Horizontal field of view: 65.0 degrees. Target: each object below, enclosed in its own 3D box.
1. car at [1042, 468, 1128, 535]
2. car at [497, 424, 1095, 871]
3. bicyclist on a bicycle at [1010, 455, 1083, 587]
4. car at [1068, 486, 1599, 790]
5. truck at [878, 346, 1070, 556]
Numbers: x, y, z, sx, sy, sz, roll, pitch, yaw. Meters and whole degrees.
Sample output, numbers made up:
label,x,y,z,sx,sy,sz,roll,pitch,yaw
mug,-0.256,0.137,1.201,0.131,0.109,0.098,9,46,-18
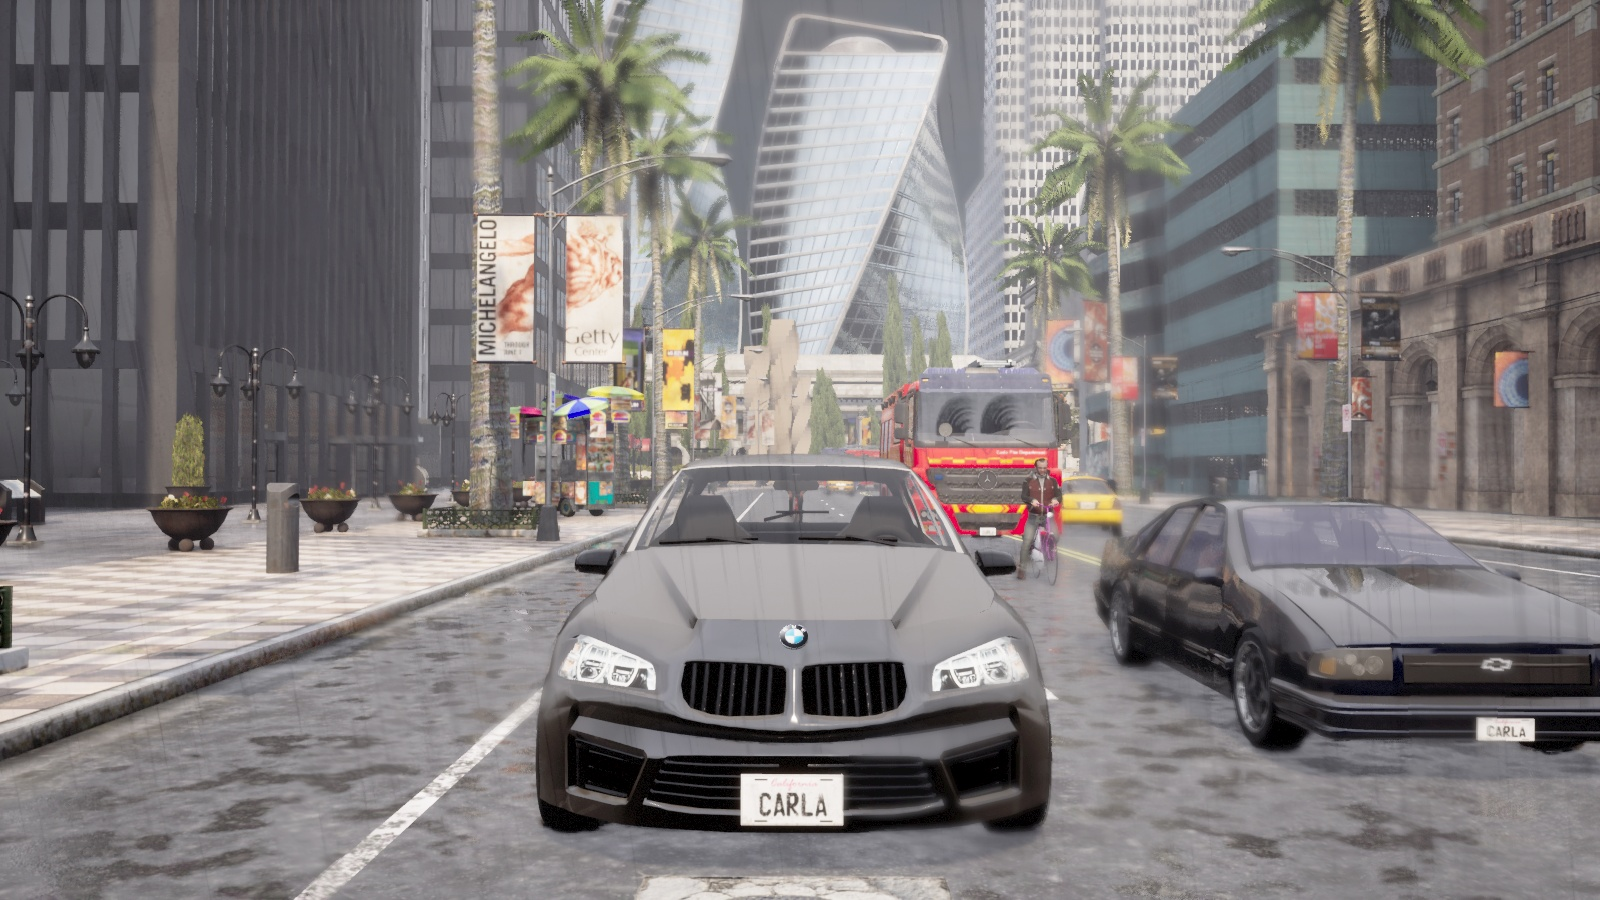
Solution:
label,x,y,z,sx,sy,sz,roll,pitch,yaw
car,7.315,1.271,32.646,1.801,1.575,5.366,0,-1,9
car,-0.018,0.777,7.026,2.242,1.667,4.611,0,-1,0
bicyclist on a bicycle,3.458,0.969,17.742,0.659,1.776,1.843,0,-1,0
car,3.478,0.996,8.825,2.033,1.411,5.357,0,-1,0
truck,3.446,0.092,27.189,2.891,3.827,8.468,0,-1,0
